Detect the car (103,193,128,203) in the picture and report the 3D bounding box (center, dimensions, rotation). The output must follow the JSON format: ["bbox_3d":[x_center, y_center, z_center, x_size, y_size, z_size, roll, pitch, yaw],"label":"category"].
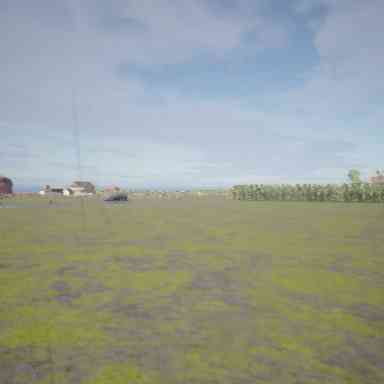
[{"bbox_3d":[-15.824,1.147,69.123,2.150,2.045,5.566,1,0,34],"label":"car"}]
